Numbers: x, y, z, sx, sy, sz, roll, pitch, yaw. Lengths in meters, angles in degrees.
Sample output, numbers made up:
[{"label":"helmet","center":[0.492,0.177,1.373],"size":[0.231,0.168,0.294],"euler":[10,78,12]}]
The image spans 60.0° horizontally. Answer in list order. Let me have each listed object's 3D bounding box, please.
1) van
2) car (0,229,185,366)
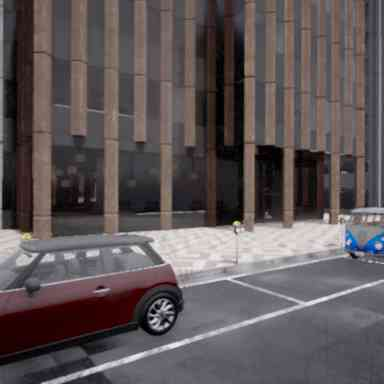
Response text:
[{"label":"van","center":[6.964,1.429,11.640],"size":[3.998,1.788,1.690],"euler":[1,0,-36]},{"label":"car","center":[-2.205,1.448,5.081],"size":[4.097,1.590,1.967],"euler":[1,0,-36]}]
